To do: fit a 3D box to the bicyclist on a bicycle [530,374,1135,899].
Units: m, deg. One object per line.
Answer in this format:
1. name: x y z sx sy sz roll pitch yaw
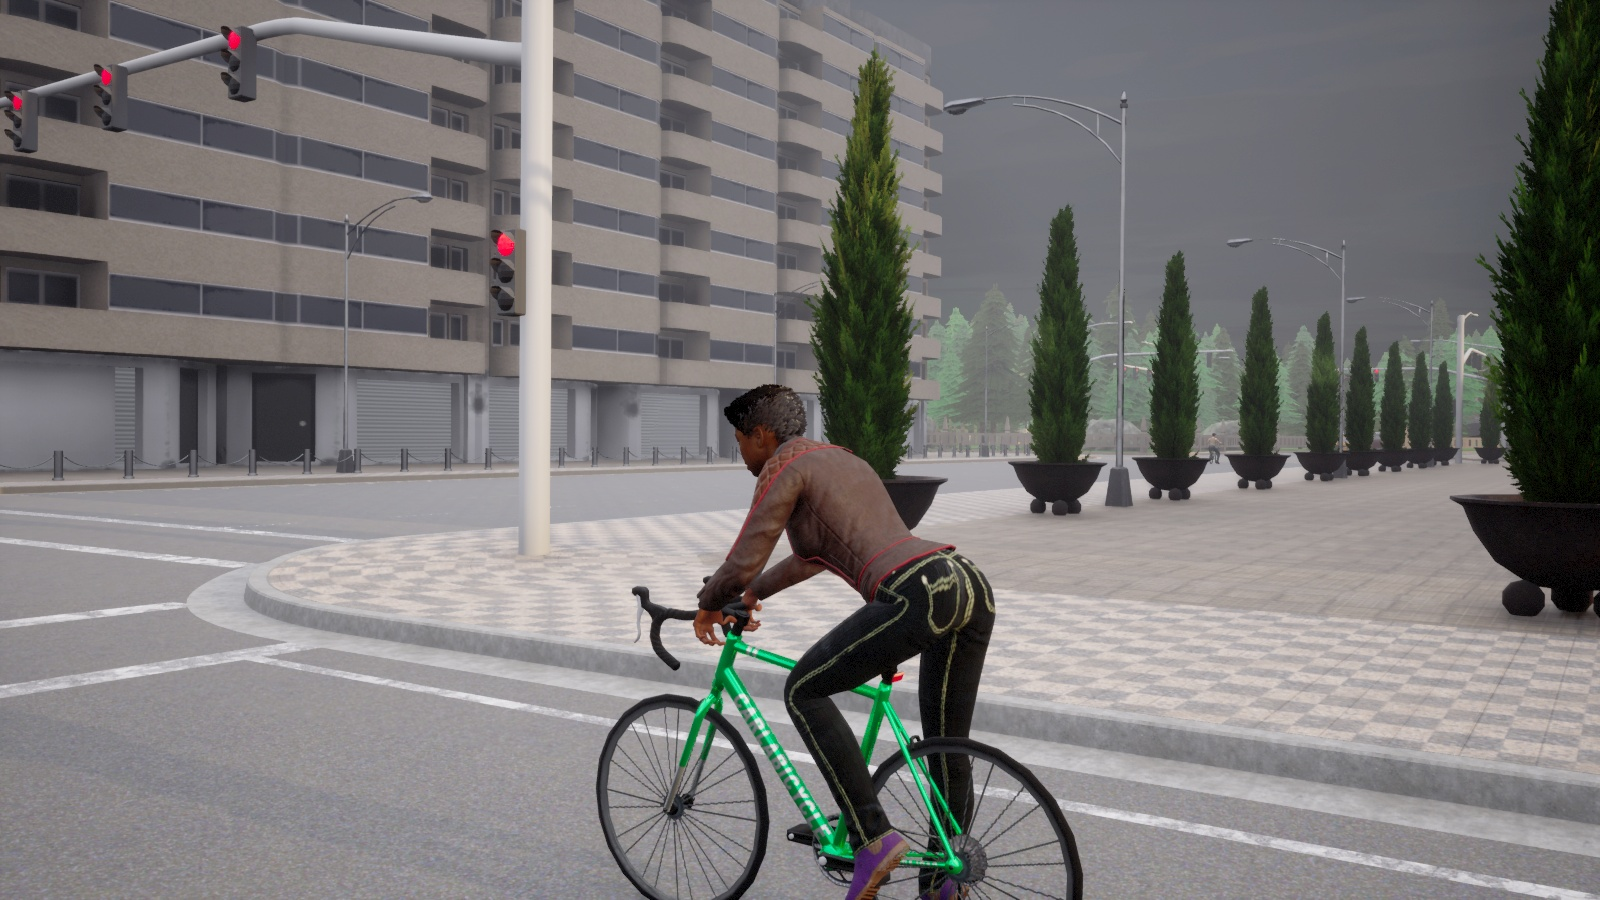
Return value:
1. bicyclist on a bicycle: 0.045 0.635 3.593 1.656 1.620 0.582 0 1 34
